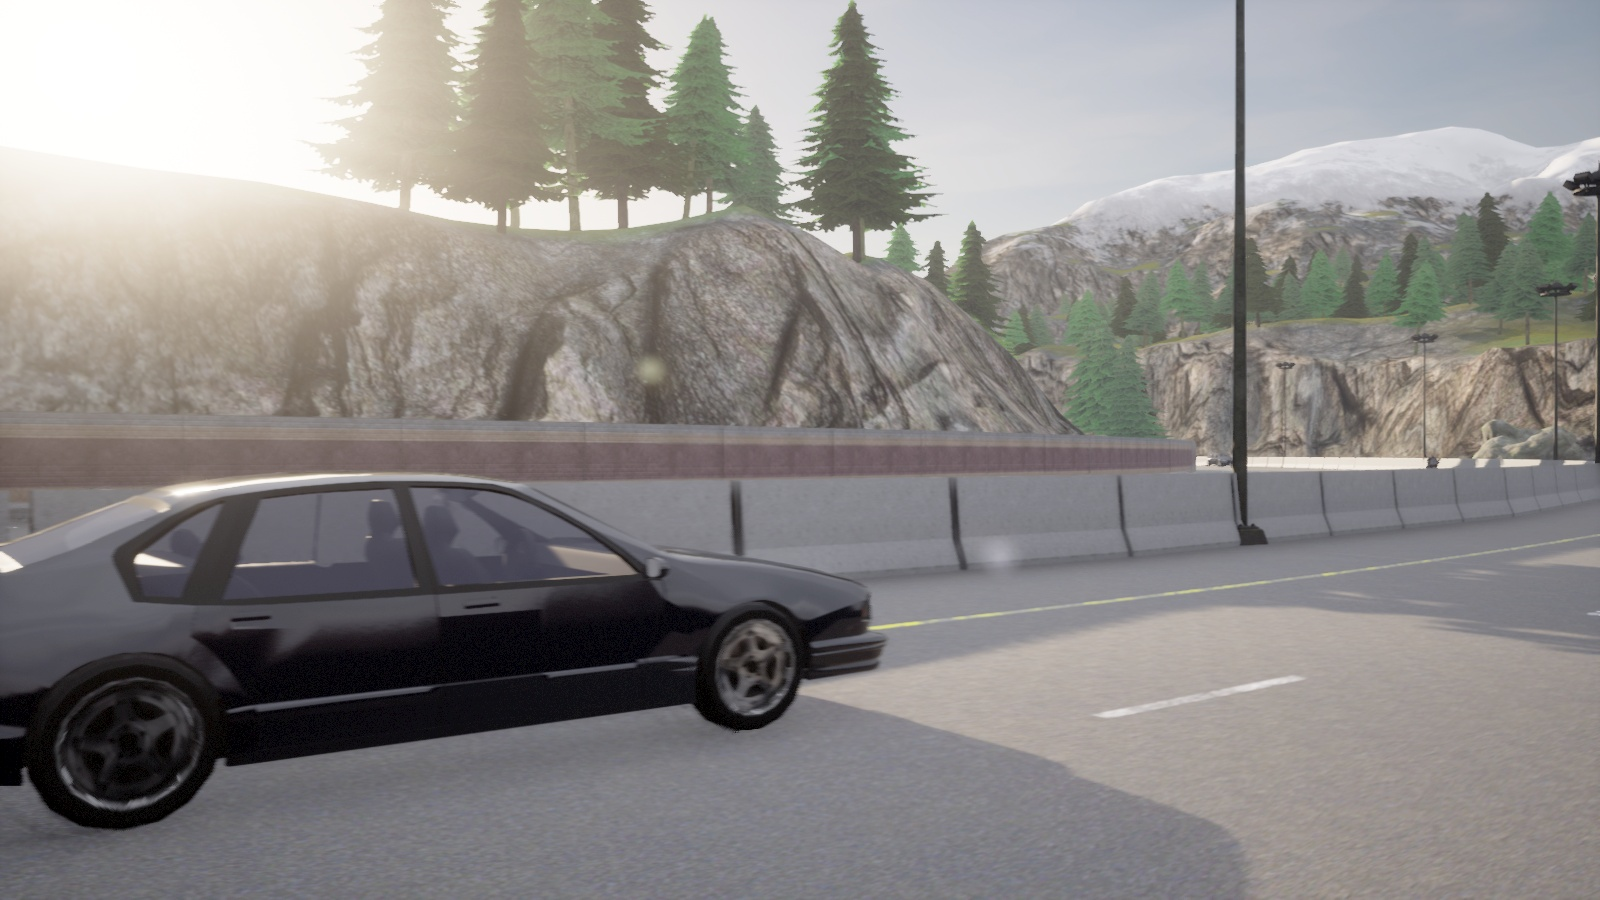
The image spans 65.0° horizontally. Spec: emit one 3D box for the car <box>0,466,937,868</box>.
[{"bbox_3d":[-1.956,0.815,6.542,5.357,1.411,2.033,0,0,-37],"label":"car"}]
